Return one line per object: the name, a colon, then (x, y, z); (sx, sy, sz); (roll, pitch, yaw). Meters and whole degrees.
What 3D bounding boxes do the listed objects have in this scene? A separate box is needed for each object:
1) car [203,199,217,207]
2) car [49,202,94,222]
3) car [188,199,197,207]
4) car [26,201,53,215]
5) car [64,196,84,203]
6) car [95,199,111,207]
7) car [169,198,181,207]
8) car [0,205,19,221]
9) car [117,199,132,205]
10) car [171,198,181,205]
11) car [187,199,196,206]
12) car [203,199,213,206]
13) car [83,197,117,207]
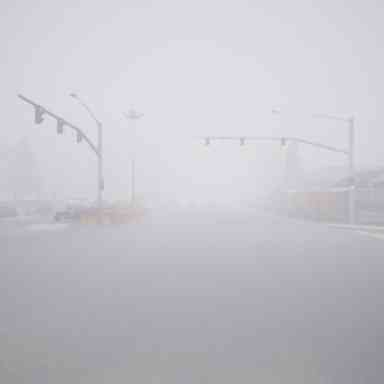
car: (3.590, 2.116, 61.958); (2.033, 1.411, 5.357); (0, -1, 0)
car: (-10.606, 1.873, 29.651); (1.895, 1.301, 4.718); (0, -1, 0)
car: (0.088, 2.116, 61.977); (2.033, 1.411, 5.357); (0, -1, 0)
car: (-17.604, 1.849, 38.949); (2.128, 1.511, 4.902); (0, -1, 0)
car: (-17.588, 1.687, 50.589); (2.150, 2.045, 5.566); (0, -1, 0)
car: (-17.512, 2.098, 65.333); (1.837, 1.490, 4.892); (0, -1, 0)
car: (-3.420, 2.193, 64.578); (1.895, 1.301, 4.718); (0, -1, 0)
car: (-17.604, 1.841, 30.236); (1.994, 1.385, 4.181); (0, 0, 0)
car: (-10.597, 1.931, 49.388); (1.882, 1.535, 5.008); (0, 0, 0)
car: (-3.511, 2.164, 74.847); (1.882, 1.535, 5.008); (0, -1, 1)
car: (-0.013, 2.259, 72.446); (1.895, 1.301, 4.718); (0, -1, 0)
car: (3.487, 2.215, 72.291); (1.994, 1.385, 4.181); (0, -1, 0)
car: (-10.605, 1.706, 38.523); (2.097, 1.767, 4.553); (0, -1, 0)
